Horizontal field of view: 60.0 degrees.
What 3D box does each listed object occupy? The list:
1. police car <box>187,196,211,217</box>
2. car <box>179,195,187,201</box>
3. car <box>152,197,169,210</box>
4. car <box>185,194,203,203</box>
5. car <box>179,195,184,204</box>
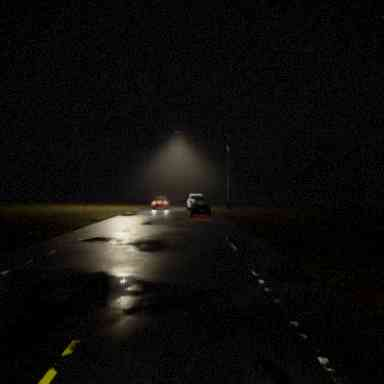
[{"bbox_3d":[0.771,1.463,32.231,1.930,1.638,5.238,0,0,-1],"label":"police car"},{"bbox_3d":[-2.188,1.565,83.374,1.837,1.490,4.892,0,0,-3],"label":"car"},{"bbox_3d":[-4.159,1.418,44.194,2.097,1.767,4.553,0,0,-1],"label":"car"},{"bbox_3d":[0.541,1.287,42.175,2.150,2.045,5.566,0,0,-2],"label":"car"},{"bbox_3d":[-1.382,1.687,66.896,1.994,1.385,4.181,-1,0,-3],"label":"car"}]
